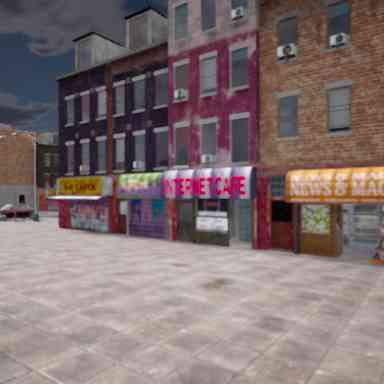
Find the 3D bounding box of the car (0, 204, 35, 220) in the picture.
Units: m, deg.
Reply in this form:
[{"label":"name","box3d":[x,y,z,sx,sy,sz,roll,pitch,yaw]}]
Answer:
[{"label":"car","box3d":[-17.162,1.853,31.834,1.967,1.590,4.097,-2,-2,35]}]
